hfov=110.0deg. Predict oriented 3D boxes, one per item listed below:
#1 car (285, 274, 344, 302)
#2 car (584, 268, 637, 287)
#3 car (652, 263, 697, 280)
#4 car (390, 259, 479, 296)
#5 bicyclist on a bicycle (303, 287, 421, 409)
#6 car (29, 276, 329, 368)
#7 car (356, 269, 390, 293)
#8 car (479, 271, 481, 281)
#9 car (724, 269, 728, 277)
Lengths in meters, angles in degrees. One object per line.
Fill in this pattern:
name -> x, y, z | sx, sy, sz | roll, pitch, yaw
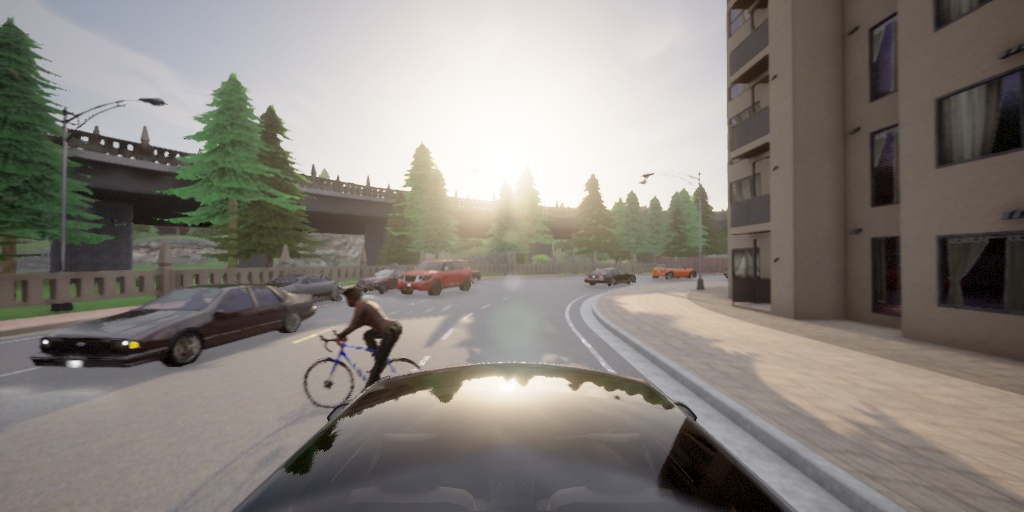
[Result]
car -> -9.514, 1.489, 15.966 | 1.994, 1.385, 4.181 | 0, -1, 12
car -> 7.804, 1.627, 28.226 | 2.033, 1.411, 5.357 | -1, -1, 45
car -> 17.014, 1.548, 37.512 | 4.553, 1.767, 2.097 | 0, -1, -21
car -> -4.432, 1.218, 21.701 | 2.150, 2.045, 5.566 | 0, -1, 23
bicyclist on a bicycle -> -1.965, 1.240, 4.784 | 1.656, 1.620, 0.582 | 0, -1, 0
car -> -6.874, 1.380, 8.411 | 2.033, 1.411, 5.357 | 0, -1, 3
car -> -7.893, 1.543, 23.280 | 1.812, 1.442, 4.674 | 0, -1, 22
car -> -4.557, 1.568, 29.261 | 1.882, 1.535, 5.008 | 0, -1, 33
car -> 23.567, 1.663, 35.449 | 4.902, 1.511, 2.128 | 0, -1, -7
